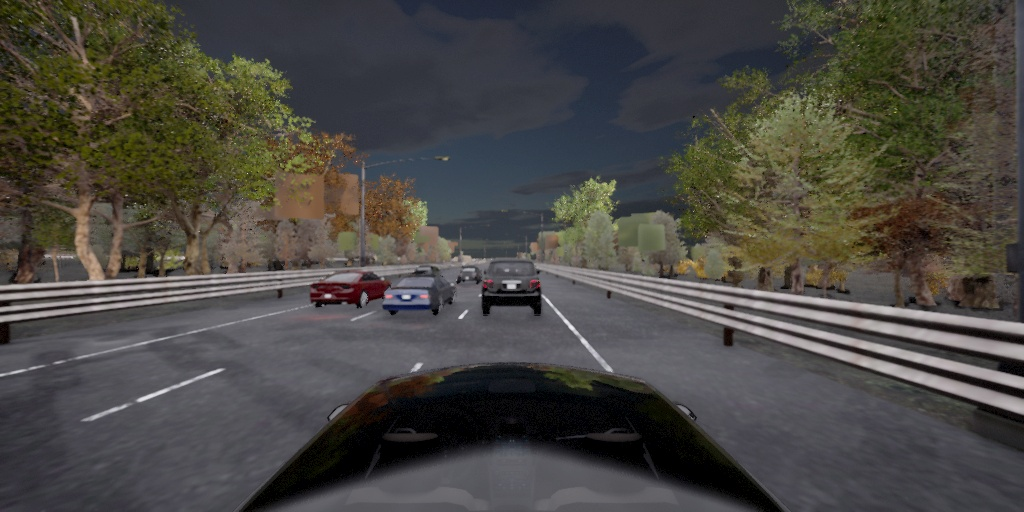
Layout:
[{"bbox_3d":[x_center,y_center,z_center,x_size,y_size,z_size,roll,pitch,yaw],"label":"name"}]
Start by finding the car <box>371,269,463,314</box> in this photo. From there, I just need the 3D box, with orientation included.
[{"bbox_3d":[-3.508,1.440,14.437,2.033,1.411,5.357,0,-1,0],"label":"car"}]

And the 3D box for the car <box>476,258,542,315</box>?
[{"bbox_3d":[-0.007,1.118,14.508,2.150,2.045,5.566,0,0,0],"label":"car"}]

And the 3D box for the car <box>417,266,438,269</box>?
[{"bbox_3d":[-7.063,1.575,30.390,1.837,1.490,4.892,0,0,0],"label":"car"}]

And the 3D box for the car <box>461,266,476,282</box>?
[{"bbox_3d":[-3.561,1.598,30.818,1.812,1.442,4.674,0,0,0],"label":"car"}]

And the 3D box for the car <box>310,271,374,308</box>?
[{"bbox_3d":[-6.992,1.388,16.128,1.882,1.535,5.008,0,0,0],"label":"car"}]
